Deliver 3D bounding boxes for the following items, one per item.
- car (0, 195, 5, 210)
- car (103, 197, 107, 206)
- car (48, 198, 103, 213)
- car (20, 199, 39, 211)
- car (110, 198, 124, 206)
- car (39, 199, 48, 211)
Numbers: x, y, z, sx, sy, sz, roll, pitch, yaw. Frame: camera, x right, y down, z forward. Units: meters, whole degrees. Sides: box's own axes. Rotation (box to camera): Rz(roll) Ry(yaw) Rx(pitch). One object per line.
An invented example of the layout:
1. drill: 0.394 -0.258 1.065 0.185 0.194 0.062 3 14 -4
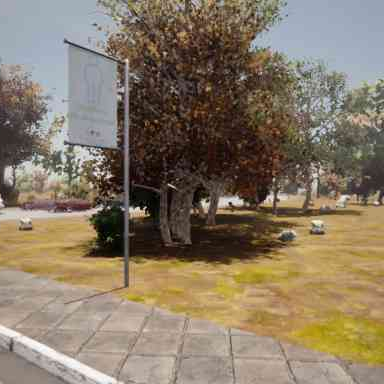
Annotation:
1. car: -21.424 1.221 32.567 2.150 2.045 5.566 0 0 39
2. car: -12.720 1.465 49.255 1.837 1.490 4.892 0 0 37
3. car: -12.958 1.468 37.249 1.882 1.535 5.008 0 0 39
4. car: -18.973 1.555 41.265 1.994 1.385 4.181 0 0 39
5. car: -9.213 1.556 48.074 1.895 1.301 4.718 0 0 37
6. car: -15.411 1.514 40.131 1.812 1.442 4.674 0 0 38
